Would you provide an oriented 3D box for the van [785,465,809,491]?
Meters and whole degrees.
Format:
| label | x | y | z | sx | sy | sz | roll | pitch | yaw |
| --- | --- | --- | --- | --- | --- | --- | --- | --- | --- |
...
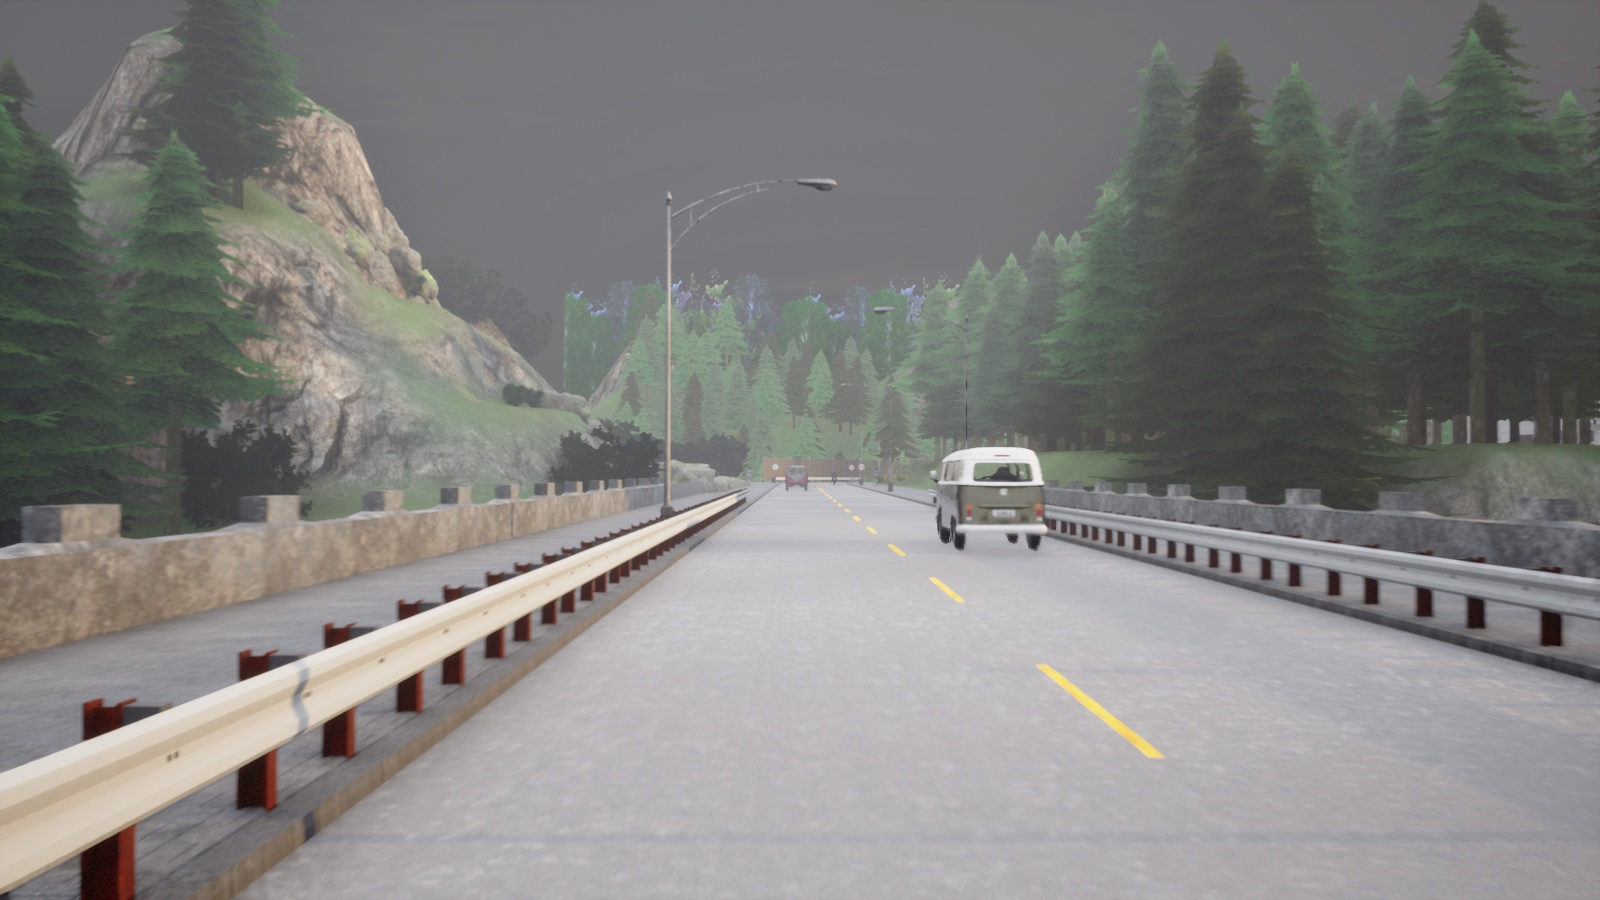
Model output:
| label | x | y | z | sx | sy | sz | roll | pitch | yaw |
| --- | --- | --- | --- | --- | --- | --- | --- | --- | --- |
| van | -0.247 | 2.203 | 97.967 | 1.775 | 1.987 | 4.442 | 0 | -1 | 0 |

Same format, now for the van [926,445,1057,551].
| label | x | y | z | sx | sy | sz | roll | pitch | yaw |
| --- | --- | --- | --- | --- | --- | --- | --- | --- | --- |
| van | 3.933 | 0.966 | 26.573 | 2.069 | 2.038 | 4.480 | 0 | -1 | 0 |
